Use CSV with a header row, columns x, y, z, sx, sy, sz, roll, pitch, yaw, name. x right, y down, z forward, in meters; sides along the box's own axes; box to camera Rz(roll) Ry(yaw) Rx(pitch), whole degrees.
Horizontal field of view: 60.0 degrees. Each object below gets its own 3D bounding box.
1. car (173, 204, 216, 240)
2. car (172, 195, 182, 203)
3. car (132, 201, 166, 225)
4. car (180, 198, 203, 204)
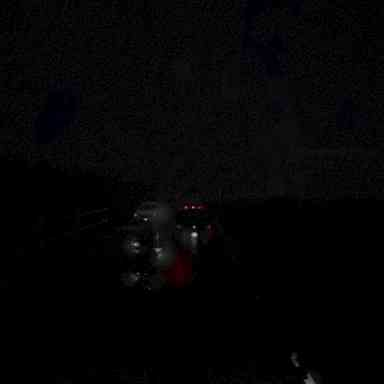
x,y,z,sx,sy,sz,roll,pitch,yaw,name
0.102,1.504,16.385,1.895,1.301,4.718,0,0,0,car
-2.761,1.238,63.463,1.812,1.442,4.674,0,0,1,car
-2.846,1.392,22.806,1.812,1.442,4.674,0,0,0,car
0.105,1.420,31.850,1.895,1.301,4.718,0,0,0,car
